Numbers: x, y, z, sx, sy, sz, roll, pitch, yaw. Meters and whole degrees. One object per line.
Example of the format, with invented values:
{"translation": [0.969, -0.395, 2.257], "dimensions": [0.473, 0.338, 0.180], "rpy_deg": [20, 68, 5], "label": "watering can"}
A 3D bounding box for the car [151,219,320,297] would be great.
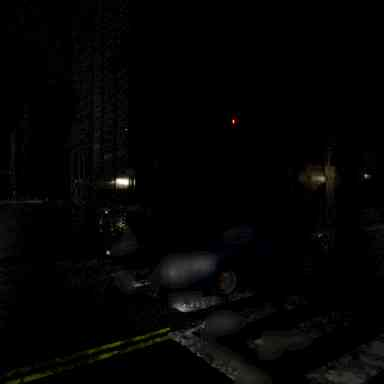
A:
{"translation": [1.486, 1.528, 8.732], "dimensions": [4.674, 1.442, 1.812], "rpy_deg": [0, 0, -35], "label": "car"}

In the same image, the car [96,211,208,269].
{"translation": [-0.589, 1.531, 11.256], "dimensions": [4.674, 1.442, 1.812], "rpy_deg": [0, 0, -35], "label": "car"}

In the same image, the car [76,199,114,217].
{"translation": [-9.324, 1.620, 32.722], "dimensions": [2.128, 1.511, 4.902], "rpy_deg": [1, -1, -36], "label": "car"}

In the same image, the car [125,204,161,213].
{"translation": [-3.370, 1.607, 24.360], "dimensions": [1.812, 1.442, 4.674], "rpy_deg": [1, -1, -37], "label": "car"}

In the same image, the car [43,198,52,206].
{"translation": [-26.506, 1.802, 62.428], "dimensions": [2.128, 1.511, 4.902], "rpy_deg": [1, -1, -36], "label": "car"}

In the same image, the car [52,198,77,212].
{"translation": [-15.478, 1.724, 41.408], "dimensions": [2.033, 1.411, 5.357], "rpy_deg": [1, -1, -34], "label": "car"}

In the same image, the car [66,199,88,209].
{"translation": [-17.134, 1.761, 49.233], "dimensions": [1.812, 1.442, 4.674], "rpy_deg": [1, -1, -35], "label": "car"}
